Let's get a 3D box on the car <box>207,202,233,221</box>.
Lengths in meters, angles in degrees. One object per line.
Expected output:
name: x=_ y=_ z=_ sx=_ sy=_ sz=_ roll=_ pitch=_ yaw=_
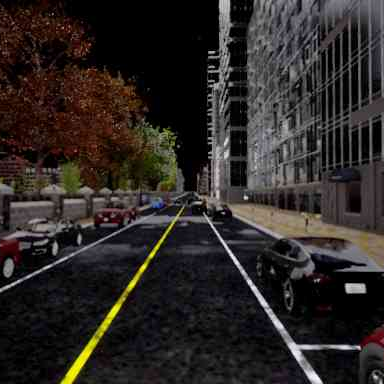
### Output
car: x=2.665 y=1.845 z=30.267 sx=1.947 sy=1.339 sz=4.313 roll=0 pitch=0 yaw=0

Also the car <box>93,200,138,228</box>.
car: x=-5.710 y=1.545 z=24.584 sx=2.192 sy=1.841 sz=5.009 roll=0 pitch=-1 yaw=0

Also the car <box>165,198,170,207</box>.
car: x=-5.747 y=2.129 z=64.362 sx=1.802 sy=1.307 sz=4.206 roll=0 pitch=0 yaw=0

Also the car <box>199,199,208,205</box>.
car: x=2.623 y=2.207 z=75.720 sx=1.802 sy=1.307 sz=4.206 roll=0 pitch=0 yaw=0

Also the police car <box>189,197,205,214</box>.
police car: x=0.861 y=1.796 z=41.117 sx=1.930 sy=1.638 sz=5.238 roll=0 pitch=0 yaw=0

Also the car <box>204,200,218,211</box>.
car: x=2.650 y=1.947 z=47.484 sx=1.752 sy=1.417 sz=4.829 roll=0 pitch=0 yaw=0

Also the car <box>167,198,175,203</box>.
car: x=-5.773 y=2.285 z=92.777 sx=2.008 sy=1.369 sz=4.403 roll=0 pitch=0 yaw=0

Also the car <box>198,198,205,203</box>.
car: x=2.608 y=2.278 z=92.764 sx=1.887 sy=1.381 sz=4.507 roll=0 pitch=0 yaw=0

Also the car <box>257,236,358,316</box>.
car: x=2.686 y=1.638 z=7.543 sx=1.947 sy=1.339 sz=4.313 roll=0 pitch=-1 yaw=0

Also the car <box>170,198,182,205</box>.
car: x=-3.068 y=2.137 z=71.733 sx=2.033 sy=1.411 sz=5.357 roll=0 pitch=0 yaw=0

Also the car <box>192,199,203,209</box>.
car: x=0.846 y=1.999 z=57.006 sx=1.837 sy=1.490 sz=4.892 roll=0 pitch=0 yaw=0

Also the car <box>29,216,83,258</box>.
car: x=-5.700 y=1.676 z=13.216 sx=2.008 sy=1.369 sz=4.403 roll=0 pitch=-1 yaw=0

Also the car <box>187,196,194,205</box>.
car: x=-0.073 y=1.999 z=76.452 sx=1.837 sy=1.490 sz=4.892 roll=0 pitch=0 yaw=0

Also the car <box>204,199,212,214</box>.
car: x=2.660 y=1.768 z=35.949 sx=1.967 sy=1.590 sz=4.097 roll=0 pitch=0 yaw=0

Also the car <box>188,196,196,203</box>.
car: x=-0.087 y=1.949 z=91.422 sx=2.097 sy=1.767 sz=4.553 roll=0 pitch=0 yaw=0

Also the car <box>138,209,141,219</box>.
car: x=-5.716 y=1.862 z=30.263 sx=1.802 sy=1.307 sz=4.206 roll=0 pitch=-1 yaw=0

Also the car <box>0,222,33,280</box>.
car: x=-5.695 y=1.617 z=7.533 sx=1.887 sy=1.381 sz=4.507 roll=0 pitch=-1 yaw=0

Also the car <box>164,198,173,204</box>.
car: x=-5.762 y=2.208 z=81.410 sx=1.887 sy=1.381 sz=4.507 roll=0 pitch=0 yaw=0

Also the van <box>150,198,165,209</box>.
van: x=-5.736 y=1.805 z=52.998 sx=1.690 sy=1.788 sz=3.998 roll=0 pitch=0 yaw=0

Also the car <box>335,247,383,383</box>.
car: x=2.692 y=1.459 z=1.864 sx=1.967 sy=1.590 sz=4.097 roll=0 pitch=-1 yaw=0
